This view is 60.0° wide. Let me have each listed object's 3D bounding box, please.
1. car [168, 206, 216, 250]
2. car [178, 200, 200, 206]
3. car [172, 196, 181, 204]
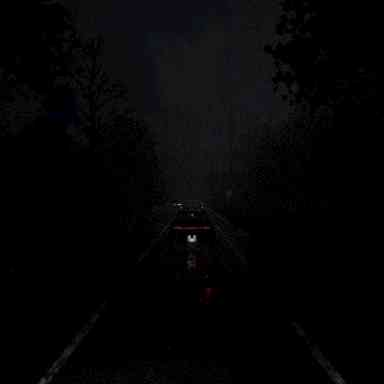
[{"bbox_3d":[0.001,1.571,14.656,2.128,1.511,4.902,0,0,0],"label":"car"},{"bbox_3d":[0.001,1.714,29.656,1.882,1.535,5.008,0,-1,0],"label":"car"},{"bbox_3d":[-3.499,1.810,76.016,2.097,1.767,4.553,0,0,0],"label":"car"}]
